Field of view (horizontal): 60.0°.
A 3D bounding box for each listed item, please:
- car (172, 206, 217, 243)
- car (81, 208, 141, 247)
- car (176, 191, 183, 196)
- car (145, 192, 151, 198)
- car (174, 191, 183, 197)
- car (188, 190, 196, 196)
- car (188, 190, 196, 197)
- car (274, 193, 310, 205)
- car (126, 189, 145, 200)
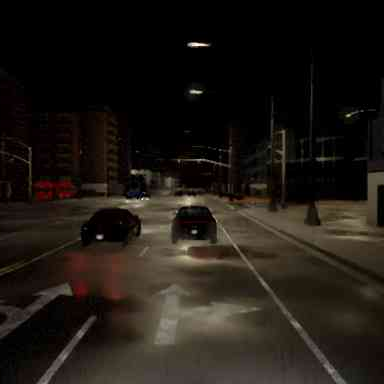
[{"bbox_3d":[0.096,1.380,15.564,1.882,1.535,5.008,0,1,0],"label":"car"},{"bbox_3d":[-3.414,1.438,14.597,1.812,1.442,4.674,0,1,0],"label":"car"},{"bbox_3d":[-3.550,0.384,94.829,1.837,1.490,4.892,0,0,0],"label":"car"},{"bbox_3d":[-10.540,0.668,76.122,1.895,1.301,4.718,0,0,0],"label":"car"},{"bbox_3d":[-3.545,0.540,84.828,1.812,1.442,4.674,0,0,0],"label":"car"},{"bbox_3d":[-0.050,0.239,94.800,2.097,1.767,4.553,0,0,0],"label":"car"},{"bbox_3d":[-0.045,0.371,84.799,2.097,1.767,4.553,0,0,0],"label":"car"},{"bbox_3d":[12.936,0.879,42.167,5.008,1.535,1.882,0,1,1],"label":"car"},{"bbox_3d":[-10.557,0.401,60.579,2.150,2.045,5.566,0,1,0],"label":"car"}]
